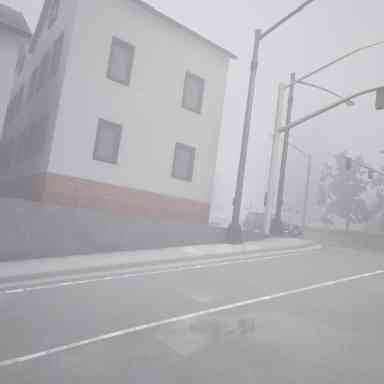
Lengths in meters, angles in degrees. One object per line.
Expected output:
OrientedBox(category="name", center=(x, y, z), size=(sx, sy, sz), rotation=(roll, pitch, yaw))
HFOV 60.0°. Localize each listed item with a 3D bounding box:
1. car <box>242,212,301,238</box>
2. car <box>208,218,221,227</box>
OrientedBox(category="car", center=(6.984, 2.946, 29.608), size=(2.150, 2.045, 5.566), rotation=(12, -7, -35))
OrientedBox(category="car", center=(0.982, 3.291, 37.918), size=(2.033, 1.411, 5.357), rotation=(12, -7, -35))
